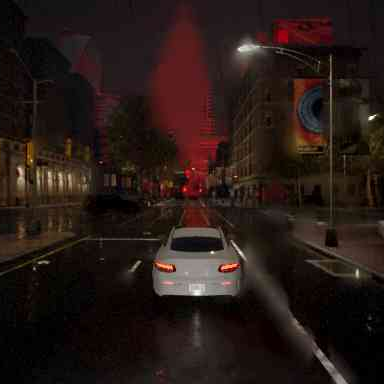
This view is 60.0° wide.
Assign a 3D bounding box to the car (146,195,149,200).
[{"bbox_3d":[-11.163,1.355,76.815,2.097,1.767,4.553,0,0,0],"label":"car"}]

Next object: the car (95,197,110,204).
[{"bbox_3d":[-17.956,1.595,66.929,1.895,1.301,4.718,0,0,0],"label":"car"}]

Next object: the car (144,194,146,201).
[{"bbox_3d":[-11.227,1.547,66.595,2.033,1.411,5.357,0,0,1],"label":"car"}]

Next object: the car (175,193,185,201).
[{"bbox_3d":[-3.119,1.218,86.508,2.150,2.045,5.566,0,0,0],"label":"car"}]

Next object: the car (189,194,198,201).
[{"bbox_3d":[0.380,1.493,86.462,1.837,1.490,4.892,0,0,0],"label":"car"}]

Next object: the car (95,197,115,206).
[{"bbox_3d":[-14.834,1.547,56.846,2.033,1.411,5.357,0,0,0],"label":"car"}]

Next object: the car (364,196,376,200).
[{"bbox_3d":[34.744,1.481,68.090,2.231,1.521,4.892,0,0,0],"label":"car"}]

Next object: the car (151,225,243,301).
[{"bbox_3d":[0.112,1.526,8.182,1.812,1.442,4.674,0,0,1],"label":"car"}]

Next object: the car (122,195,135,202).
[{"bbox_3d":[-14.663,1.478,76.799,1.882,1.535,5.008,0,0,0],"label":"car"}]

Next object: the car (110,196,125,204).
[{"bbox_3d":[-14.725,1.505,66.385,1.837,1.490,4.892,0,0,1],"label":"car"}]

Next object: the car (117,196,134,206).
[{"bbox_3d":[-11.336,1.478,56.782,1.882,1.535,5.008,0,0,0],"label":"car"}]

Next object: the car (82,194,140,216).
[{"bbox_3d":[-7.962,1.221,32.786,5.566,2.045,2.150,0,1,-29],"label":"car"}]
